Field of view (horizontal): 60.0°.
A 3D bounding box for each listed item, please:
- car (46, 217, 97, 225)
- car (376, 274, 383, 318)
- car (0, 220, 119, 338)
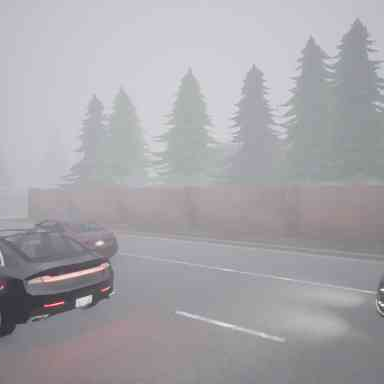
[{"bbox_3d":[-4.499,1.564,11.531,4.181,1.385,1.994,0,0,36],"label":"car"},{"bbox_3d":[5.286,1.505,4.510,4.892,1.490,1.837,0,0,36],"label":"car"},{"bbox_3d":[-3.656,1.492,6.617,4.902,1.511,2.128,0,0,36],"label":"car"}]
